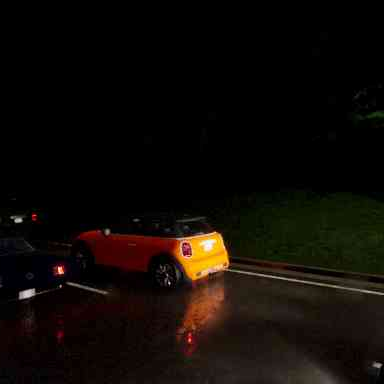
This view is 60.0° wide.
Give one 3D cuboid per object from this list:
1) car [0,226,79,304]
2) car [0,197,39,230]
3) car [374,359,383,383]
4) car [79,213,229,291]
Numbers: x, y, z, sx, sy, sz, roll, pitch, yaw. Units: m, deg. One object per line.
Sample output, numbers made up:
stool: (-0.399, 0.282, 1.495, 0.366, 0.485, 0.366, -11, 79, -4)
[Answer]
car: (-4.863, 1.601, 7.465, 4.718, 1.301, 1.895, 0, 0, 35)
car: (-9.083, 1.222, 14.777, 5.566, 2.045, 2.150, 0, 0, 36)
car: (3.708, 1.547, 1.341, 5.357, 1.411, 2.033, 0, 0, 35)
car: (-1.337, 1.352, 9.251, 4.553, 1.767, 2.097, 0, 0, 36)
